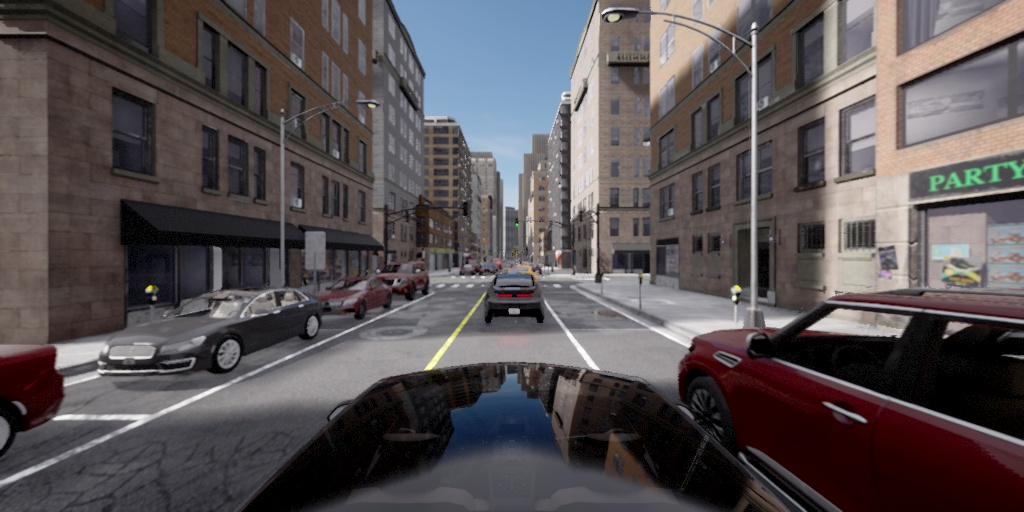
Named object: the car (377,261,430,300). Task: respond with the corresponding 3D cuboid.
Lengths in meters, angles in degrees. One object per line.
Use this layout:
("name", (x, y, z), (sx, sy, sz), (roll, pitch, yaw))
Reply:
("car", (-5.667, 1.200, 18.658), (2.192, 1.841, 5.009), (0, 0, 0))

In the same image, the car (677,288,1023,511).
("car", (2.856, 1.066, 1.932), (2.192, 1.841, 5.009), (0, 0, 0))

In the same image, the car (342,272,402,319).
("car", (-5.667, 1.421, 13.076), (1.802, 1.307, 4.207), (0, 0, 0))

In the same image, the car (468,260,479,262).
("car", (-5.661, 1.485, 51.221), (2.192, 1.841, 5.009), (0, 0, 0))

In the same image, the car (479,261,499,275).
("car", (-3.092, 1.687, 46.074), (1.994, 1.385, 4.181), (0, -1, 0))

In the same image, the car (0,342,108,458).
("car", (-5.670, 1.296, 1.911), (1.888, 1.381, 4.507), (0, 0, 0))

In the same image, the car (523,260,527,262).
("car", (2.864, 1.696, 51.415), (1.751, 1.417, 4.829), (0, 0, 0))

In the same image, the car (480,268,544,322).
("car", (0.078, 1.340, 12.547), (1.837, 1.490, 4.892), (0, -1, 0))

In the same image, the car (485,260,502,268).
("car", (-3.083, 1.767, 56.501), (2.033, 1.411, 5.357), (0, -1, 0))

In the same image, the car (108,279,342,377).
("car", (-5.669, 1.345, 7.493), (2.007, 1.370, 4.403), (0, 0, 0))

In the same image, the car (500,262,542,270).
("car", (0.816, 1.419, 25.099), (1.882, 1.535, 5.008), (-1, -1, 11))

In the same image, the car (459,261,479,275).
("car", (-5.662, 1.701, 45.657), (1.802, 1.307, 4.207), (0, 0, 0))
